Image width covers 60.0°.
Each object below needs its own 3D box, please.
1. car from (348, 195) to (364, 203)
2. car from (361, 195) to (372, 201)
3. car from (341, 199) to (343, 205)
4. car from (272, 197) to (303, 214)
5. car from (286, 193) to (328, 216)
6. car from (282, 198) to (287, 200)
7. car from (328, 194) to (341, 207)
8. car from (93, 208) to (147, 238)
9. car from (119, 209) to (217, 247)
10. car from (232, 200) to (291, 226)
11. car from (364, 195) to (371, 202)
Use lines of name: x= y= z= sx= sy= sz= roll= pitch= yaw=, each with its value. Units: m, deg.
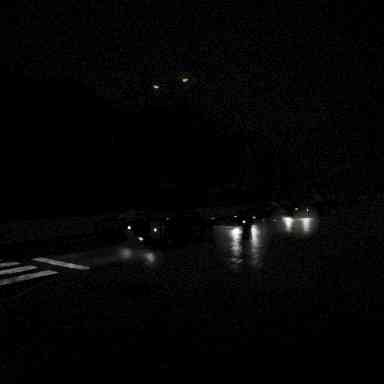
car: x=33.043 y=1.507 z=67.759 sx=1.947 sy=1.339 sz=4.313 roll=0 pitch=0 yaw=35
car: x=42.839 y=1.517 z=81.701 sx=1.887 sy=1.381 sz=4.507 roll=0 pitch=0 yaw=35
car: x=23.248 y=1.498 z=53.818 sx=1.947 sy=1.339 sz=4.313 roll=0 pitch=0 yaw=35
car: x=10.185 y=1.377 z=35.230 sx=1.967 sy=1.590 sz=4.097 roll=0 pitch=0 yaw=35
car: x=10.894 y=1.158 z=31.807 sx=2.150 sy=2.045 sz=5.566 roll=0 pitch=0 yaw=35
car: x=6.920 y=1.522 z=30.582 sx=1.802 sy=1.307 sz=4.206 roll=0 pitch=0 yaw=35
car: x=19.981 y=1.249 z=49.171 sx=2.192 sy=1.841 sz=5.009 roll=0 pitch=0 yaw=35
car: x=-2.875 y=1.516 z=16.642 sx=2.008 sy=1.369 sz=4.403 roll=0 pitch=0 yaw=35
car: x=-0.796 y=1.564 z=15.194 sx=1.895 sy=1.301 sz=4.718 roll=0 pitch=0 yaw=35
car: x=4.828 y=1.493 z=23.190 sx=2.033 sy=1.411 sz=5.357 roll=0 pitch=0 yaw=35
car: x=39.476 y=1.485 z=76.915 sx=1.752 sy=1.417 sz=4.829 roll=0 pitch=0 yaw=35
